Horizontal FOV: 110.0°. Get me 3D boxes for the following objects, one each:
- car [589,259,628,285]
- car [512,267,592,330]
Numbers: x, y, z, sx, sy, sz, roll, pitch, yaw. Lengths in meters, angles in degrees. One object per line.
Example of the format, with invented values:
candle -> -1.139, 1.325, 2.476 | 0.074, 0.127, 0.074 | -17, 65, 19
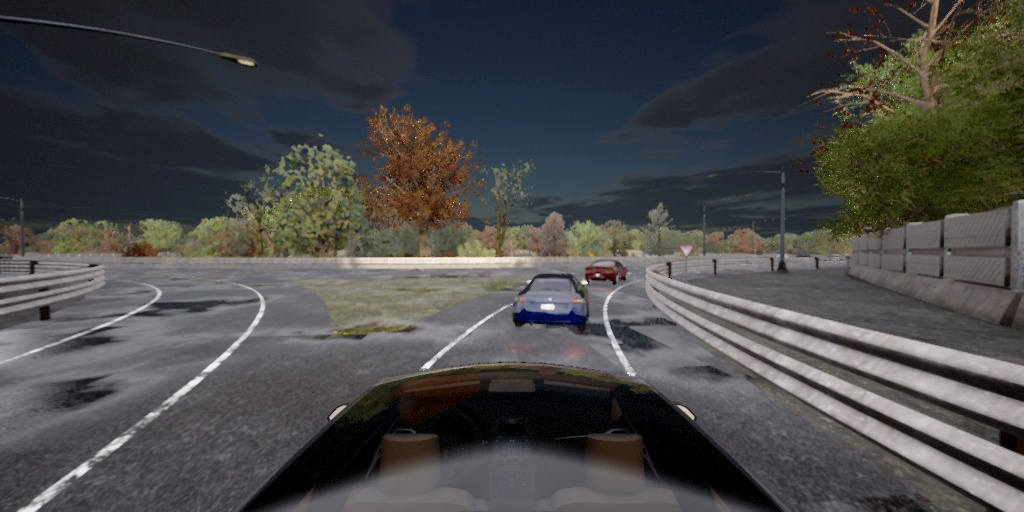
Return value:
car -> 6.288, 0.962, 23.503 | 1.882, 1.535, 5.008 | 0, 1, 29
car -> 1.303, 1.201, 10.821 | 1.994, 1.385, 4.181 | 0, 1, 12
